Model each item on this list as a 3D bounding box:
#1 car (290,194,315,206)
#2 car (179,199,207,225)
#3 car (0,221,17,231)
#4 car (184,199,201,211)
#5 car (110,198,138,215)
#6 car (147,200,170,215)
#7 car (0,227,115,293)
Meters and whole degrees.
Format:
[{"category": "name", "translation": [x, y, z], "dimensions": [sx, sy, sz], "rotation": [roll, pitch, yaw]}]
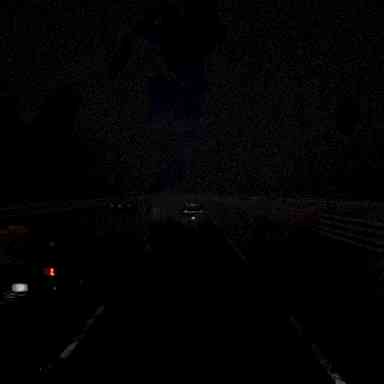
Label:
[{"category": "car", "translation": [19.736, 1.457, 59.666], "dimensions": [2.150, 2.045, 5.566], "rotation": [0, 0, -19]}, {"category": "car", "translation": [0.095, 1.507, 24.309], "dimensions": [2.128, 1.511, 4.902], "rotation": [0, 0, 0]}, {"category": "car", "translation": [-6.897, 1.473, 10.313], "dimensions": [1.882, 1.535, 5.008], "rotation": [0, 0, 0]}, {"category": "car", "translation": [0.093, 1.597, 42.739], "dimensions": [2.033, 1.411, 5.357], "rotation": [0, 0, 0]}, {"category": "car", "translation": [-6.907, 1.385, 34.074], "dimensions": [2.097, 1.767, 4.553], "rotation": [0, 0, 0]}, {"category": "car", "translation": [-3.413, 1.535, 33.643], "dimensions": [1.837, 1.490, 4.892], "rotation": [0, 0, 0]}, {"category": "car", "translation": [-3.405, 1.602, 8.817], "dimensions": [1.895, 1.301, 4.718], "rotation": [0, 0, 0]}]
